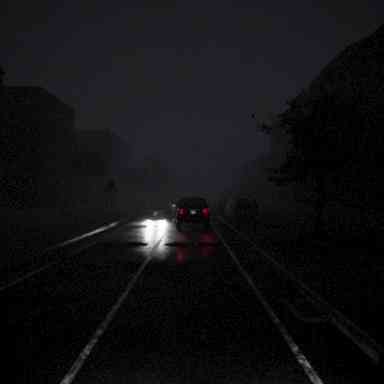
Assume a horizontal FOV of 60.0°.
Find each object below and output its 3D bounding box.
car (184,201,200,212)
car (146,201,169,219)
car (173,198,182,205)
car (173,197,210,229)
[{"bbox_3d":[0.045,1.802,42.107,1.895,1.301,4.718,0,0,0],"label":"car"},{"bbox_3d":[-3.138,1.635,30.871,2.128,1.511,4.902,0,0,0],"label":"car"},{"bbox_3d":[-3.094,1.958,71.341,1.812,1.442,4.674,0,-1,0],"label":"car"},{"bbox_3d":[0.069,1.334,22.736,2.150,2.045,5.566,0,0,0],"label":"car"}]
